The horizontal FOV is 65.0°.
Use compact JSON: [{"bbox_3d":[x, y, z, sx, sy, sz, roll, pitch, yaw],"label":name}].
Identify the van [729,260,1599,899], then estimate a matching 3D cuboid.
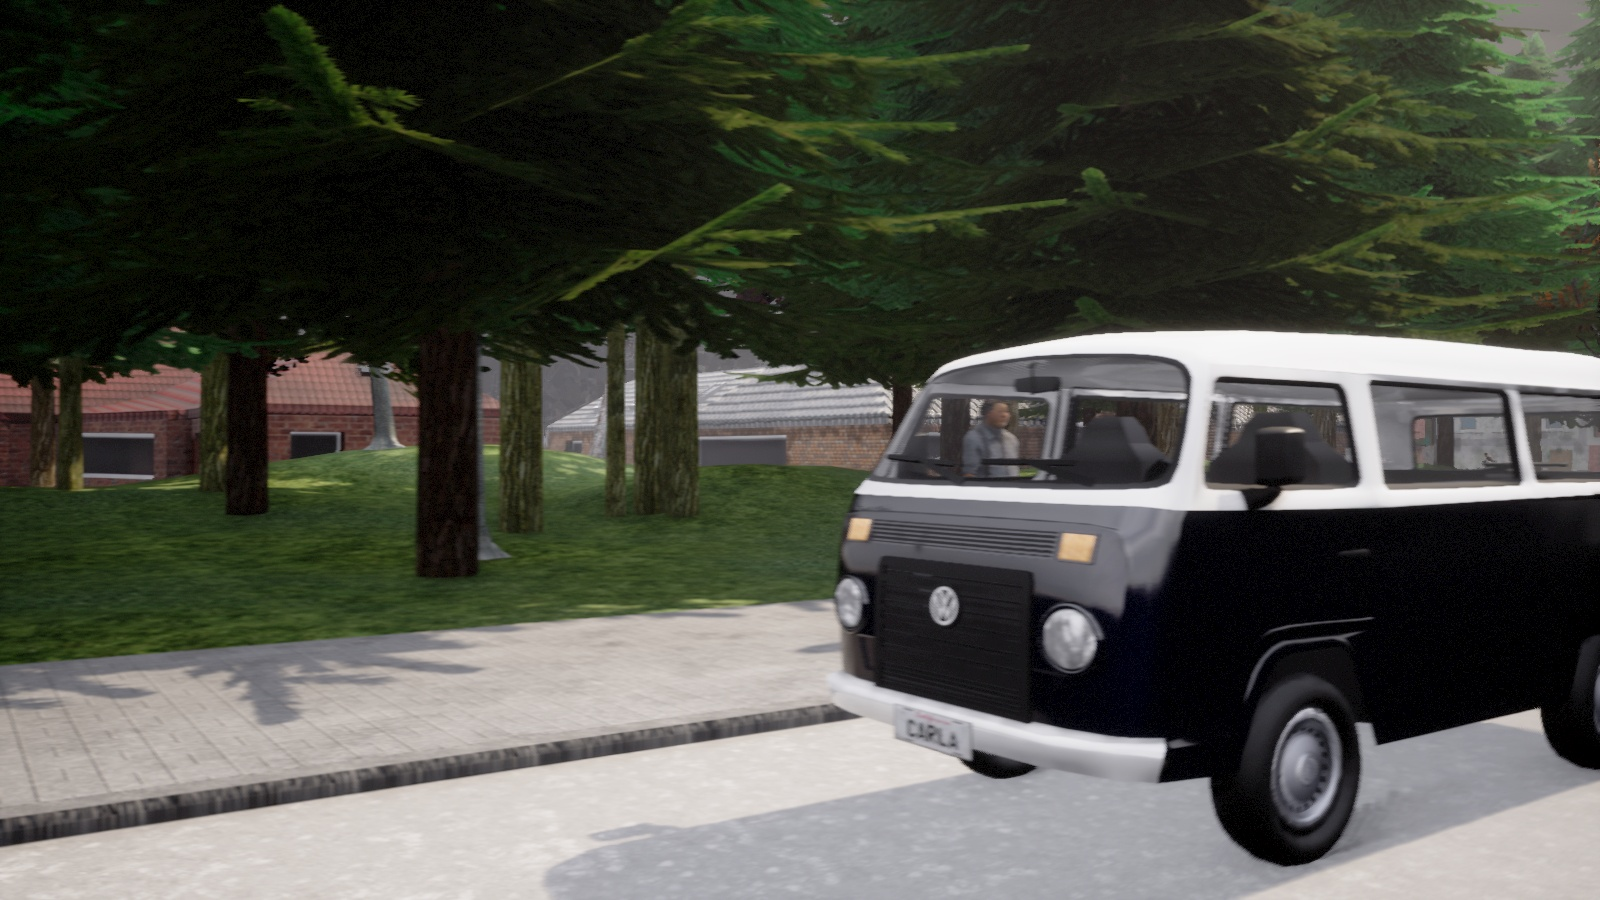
[{"bbox_3d":[2.127,0.479,5.750,4.480,2.038,2.069,0,0,-35],"label":"van"}]
